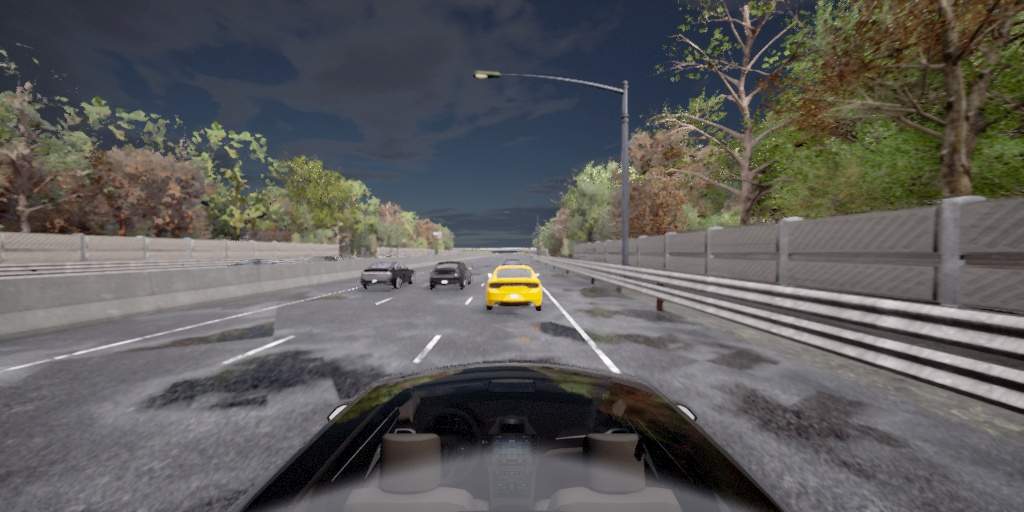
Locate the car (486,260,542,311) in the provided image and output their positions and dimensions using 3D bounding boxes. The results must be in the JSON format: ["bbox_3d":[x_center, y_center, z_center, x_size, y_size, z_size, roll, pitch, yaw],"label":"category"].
[{"bbox_3d":[0.071,1.080,13.742,1.882,1.535,5.008,0,1,0],"label":"car"}]

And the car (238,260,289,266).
[{"bbox_3d":[-21.143,1.081,31.589,1.895,1.301,4.718,0,1,0],"label":"car"}]

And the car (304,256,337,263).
[{"bbox_3d":[-17.640,0.807,32.720,2.097,1.767,4.553,0,1,0],"label":"car"}]

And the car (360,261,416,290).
[{"bbox_3d":[-6.931,1.041,20.490,2.128,1.511,4.902,0,1,0],"label":"car"}]

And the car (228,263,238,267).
[{"bbox_3d":[-24.635,1.034,33.779,1.994,1.385,4.181,0,1,0],"label":"car"}]

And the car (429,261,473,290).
[{"bbox_3d":[-3.431,1.040,20.601,1.837,1.490,4.892,0,1,0],"label":"car"}]
